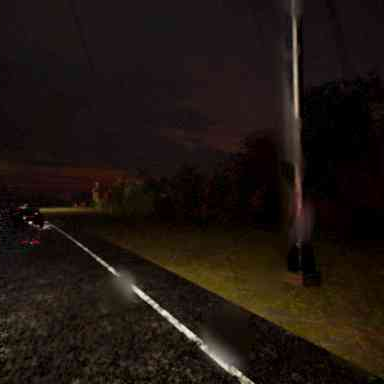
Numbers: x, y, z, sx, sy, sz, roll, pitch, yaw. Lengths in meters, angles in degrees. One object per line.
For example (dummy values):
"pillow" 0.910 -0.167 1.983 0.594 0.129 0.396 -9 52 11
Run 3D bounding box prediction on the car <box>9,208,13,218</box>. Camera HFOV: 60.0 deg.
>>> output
"car" -19.845 2.174 38.413 2.128 1.511 4.902 -1 -1 -30

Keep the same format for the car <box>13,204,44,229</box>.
"car" -12.682 1.959 25.885 1.837 1.490 4.892 -1 -1 -29
